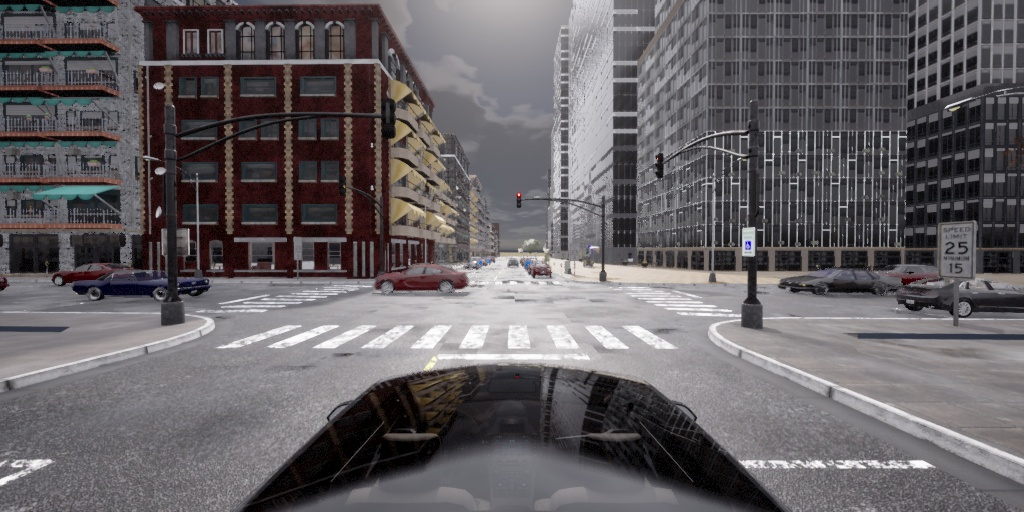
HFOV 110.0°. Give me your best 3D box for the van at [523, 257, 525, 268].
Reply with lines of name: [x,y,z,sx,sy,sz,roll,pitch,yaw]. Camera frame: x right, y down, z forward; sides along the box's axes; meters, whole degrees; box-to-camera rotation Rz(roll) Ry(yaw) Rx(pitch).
van: [2.766,1.044,50.352,1.690,1.789,3.998,0,0,0]

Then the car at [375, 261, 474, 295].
car: [-4.798,1.219,19.350,5.008,1.535,1.882,0,0,1]

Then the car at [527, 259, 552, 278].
car: [2.728,1.271,33.414,1.888,1.381,4.507,0,0,0]

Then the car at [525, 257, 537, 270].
car: [2.740,1.159,39.060,1.967,1.591,4.097,0,0,0]

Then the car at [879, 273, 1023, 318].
car: [16.740,1.445,13.076,4.403,1.370,2.007,0,0,1]

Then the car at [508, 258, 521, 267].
car: [0.240,1.281,64.056,1.895,1.301,4.718,0,0,0]

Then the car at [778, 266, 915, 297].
car: [17.324,1.352,18.978,5.357,1.411,2.033,0,1,1]

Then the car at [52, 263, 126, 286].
car: [-25.811,1.110,22.368,4.507,1.381,1.888,0,0,1]

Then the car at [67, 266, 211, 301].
car: [-16.643,1.299,16.316,4.718,1.301,1.895,0,1,1]

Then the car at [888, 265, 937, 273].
car: [23.418,1.230,21.608,4.097,1.591,1.967,0,0,1]

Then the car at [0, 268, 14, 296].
car: [-26.522,1.255,16.475,4.718,1.301,1.895,0,1,1]

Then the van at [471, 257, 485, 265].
van: [-5.570,1.036,55.984,1.690,1.789,3.998,0,0,0]

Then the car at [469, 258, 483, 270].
car: [-5.582,1.269,50.337,1.948,1.339,4.313,0,0,0]

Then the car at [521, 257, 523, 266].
car: [2.778,1.240,55.998,1.888,1.381,4.507,0,0,0]

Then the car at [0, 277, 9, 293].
car: [-22.597,1.259,13.704,4.507,1.381,1.888,0,0,1]
